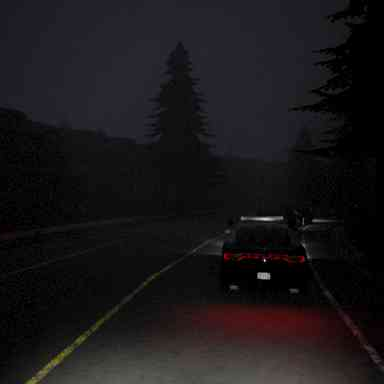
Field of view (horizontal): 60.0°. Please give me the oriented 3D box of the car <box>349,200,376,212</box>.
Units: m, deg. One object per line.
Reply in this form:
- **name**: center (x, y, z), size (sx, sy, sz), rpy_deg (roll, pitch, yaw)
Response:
- **car**: center (20.211, 1.562, 38.698), size (4.181, 1.385, 1.994), rpy_deg (0, 0, -34)

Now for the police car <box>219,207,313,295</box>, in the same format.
- **police car**: center (1.881, 1.425, 8.988), size (1.930, 1.638, 5.238), rpy_deg (0, 0, 11)

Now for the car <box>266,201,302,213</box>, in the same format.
- **car**: center (4.568, 1.477, 17.895), size (1.882, 1.535, 5.008), rpy_deg (0, 0, 23)

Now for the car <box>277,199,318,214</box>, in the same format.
- **car**: center (11.609, 1.545, 36.313), size (5.357, 1.411, 2.033), rpy_deg (0, 0, -45)

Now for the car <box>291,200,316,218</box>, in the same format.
- **car**: center (7.053, 1.504, 22.973), size (1.837, 1.490, 4.892), rpy_deg (0, 0, 30)
